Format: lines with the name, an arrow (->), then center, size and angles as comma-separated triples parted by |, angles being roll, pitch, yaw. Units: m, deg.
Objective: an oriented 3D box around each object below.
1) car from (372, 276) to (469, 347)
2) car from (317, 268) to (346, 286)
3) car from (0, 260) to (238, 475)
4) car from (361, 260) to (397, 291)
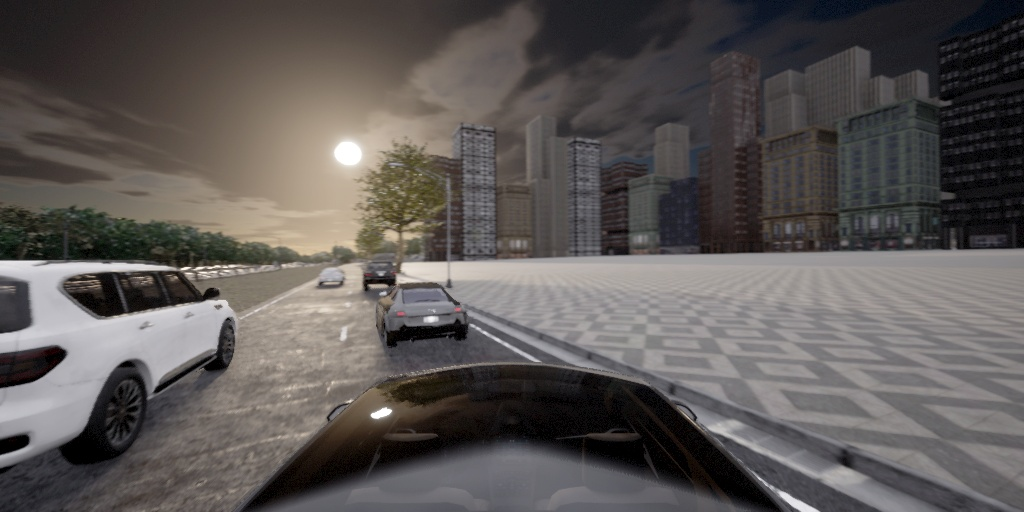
car -> -2.624, 1.429, 9.932 | 1.994, 1.385, 4.181 | -1, -1, -24
car -> -16.050, 1.812, 31.944 | 1.812, 1.442, 4.674 | -1, -1, -23
car -> -5.628, 1.084, 4.744 | 2.150, 2.045, 5.566 | -1, -1, -24
car -> -9.798, 1.361, 26.394 | 2.150, 2.045, 5.566 | -1, -1, -24
